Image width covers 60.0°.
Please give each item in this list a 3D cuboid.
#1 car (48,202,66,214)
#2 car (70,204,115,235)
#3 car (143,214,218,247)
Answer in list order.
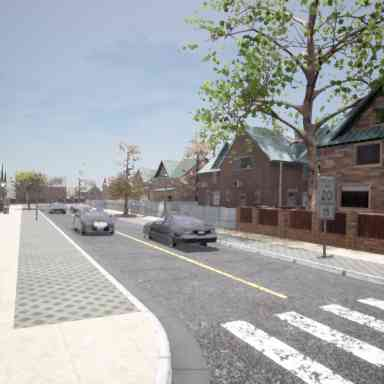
[{"bbox_3d":[-17.126,2.019,42.194,2.033,1.411,5.357,2,-2,-27],"label":"car"},{"bbox_3d":[-6.054,1.707,20.255,2.128,1.511,4.902,2,-1,-27],"label":"car"},{"bbox_3d":[-0.752,1.793,16.344,2.033,1.411,5.357,2,-1,-27],"label":"car"}]
